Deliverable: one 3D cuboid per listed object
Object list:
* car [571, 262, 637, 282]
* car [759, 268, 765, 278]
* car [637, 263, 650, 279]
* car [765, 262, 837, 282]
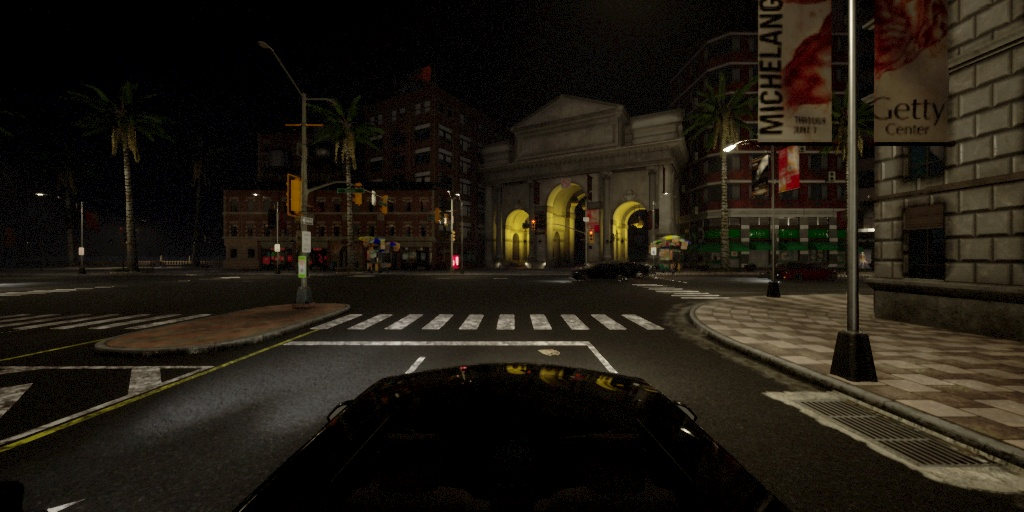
[{"bbox_3d":[7.004,1.275,28.309,4.674,1.442,1.812,0,0,-1],"label":"car"},{"bbox_3d":[24.576,1.276,31.738,4.674,1.442,1.812,0,0,1],"label":"car"},{"bbox_3d":[9.660,1.256,31.864,4.892,1.490,1.837,0,0,0],"label":"car"},{"bbox_3d":[22.920,1.314,28.252,4.181,1.385,1.994,0,0,1],"label":"car"}]
